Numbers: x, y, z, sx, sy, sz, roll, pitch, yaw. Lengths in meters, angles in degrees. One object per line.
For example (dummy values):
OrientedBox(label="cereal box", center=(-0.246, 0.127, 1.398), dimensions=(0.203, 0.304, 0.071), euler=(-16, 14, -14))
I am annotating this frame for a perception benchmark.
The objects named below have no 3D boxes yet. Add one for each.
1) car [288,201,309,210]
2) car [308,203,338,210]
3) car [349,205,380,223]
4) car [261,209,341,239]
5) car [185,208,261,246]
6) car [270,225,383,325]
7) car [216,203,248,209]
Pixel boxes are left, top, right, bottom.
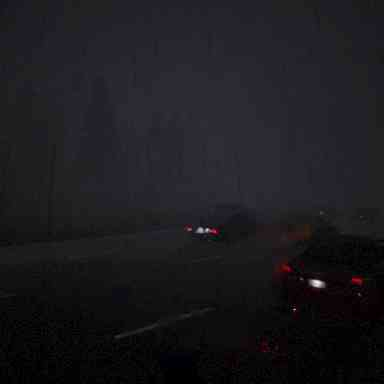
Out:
OrientedBox(label="car", center=(12.427, 1.783, 37.560), dimensions=(2.097, 1.767, 4.553), euler=(0, -1, 35))
OrientedBox(label="car", center=(13.174, 1.950, 32.494), dimensions=(1.994, 1.385, 4.181), euler=(0, -1, 35))
OrientedBox(label="car", center=(15.263, 1.893, 29.358), dimensions=(1.812, 1.442, 4.674), euler=(0, -1, 35))
OrientedBox(label="car", center=(5.091, 1.700, 15.020), dimensions=(1.812, 1.442, 4.674), euler=(0, -1, 38))
OrientedBox(label="car", center=(1.858, 1.717, 16.315), dimensions=(2.033, 1.411, 5.357), euler=(0, -1, 36))
OrientedBox(label="car", center=(3.671, 1.656, 7.464), dimensions=(1.994, 1.385, 4.181), euler=(0, -1, 44))
OrientedBox(label="car", center=(3.259, 1.607, 24.399), dimensions=(2.097, 1.767, 4.553), euler=(0, -1, 35))
